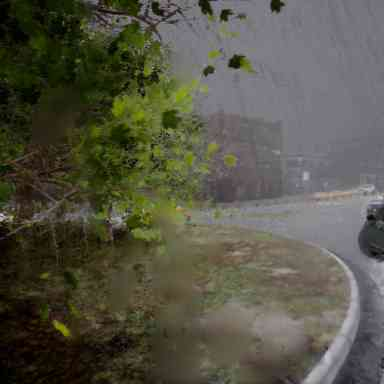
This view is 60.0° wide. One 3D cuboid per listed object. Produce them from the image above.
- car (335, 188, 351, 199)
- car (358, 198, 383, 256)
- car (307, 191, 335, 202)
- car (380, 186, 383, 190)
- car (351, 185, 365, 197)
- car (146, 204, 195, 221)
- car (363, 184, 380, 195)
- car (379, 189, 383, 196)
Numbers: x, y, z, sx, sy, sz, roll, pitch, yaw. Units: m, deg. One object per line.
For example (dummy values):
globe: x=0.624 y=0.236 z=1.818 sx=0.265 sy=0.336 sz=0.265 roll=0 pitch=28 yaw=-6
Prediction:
car: x=25.883 y=0.420 z=59.928 sx=5.366 sy=1.575 sz=1.946 roll=-4 pitch=2 yaw=-38
car: x=7.059 y=1.332 z=10.490 sx=2.150 sy=2.045 sz=5.566 roll=0 pitch=-1 yaw=14
car: x=21.549 y=0.721 z=56.517 sx=5.366 sy=1.575 sz=1.946 roll=-4 pitch=2 yaw=-38
car: x=43.418 y=-0.757 z=73.783 sx=4.792 sy=1.488 sz=2.163 roll=-4 pitch=2 yaw=-38
car: x=30.212 y=0.121 z=63.347 sx=5.366 sy=1.575 sz=1.946 roll=-4 pitch=2 yaw=-38
car: x=-2.114 y=1.846 z=31.408 sx=5.008 sy=1.535 sz=1.882 roll=0 pitch=-1 yaw=34
car: x=34.753 y=-0.441 z=66.934 sx=5.566 sy=2.045 sz=2.435 roll=-4 pitch=2 yaw=-38
car: x=29.011 y=0.649 z=47.331 sx=5.008 sy=1.535 sz=1.882 roll=-4 pitch=2 yaw=-39
